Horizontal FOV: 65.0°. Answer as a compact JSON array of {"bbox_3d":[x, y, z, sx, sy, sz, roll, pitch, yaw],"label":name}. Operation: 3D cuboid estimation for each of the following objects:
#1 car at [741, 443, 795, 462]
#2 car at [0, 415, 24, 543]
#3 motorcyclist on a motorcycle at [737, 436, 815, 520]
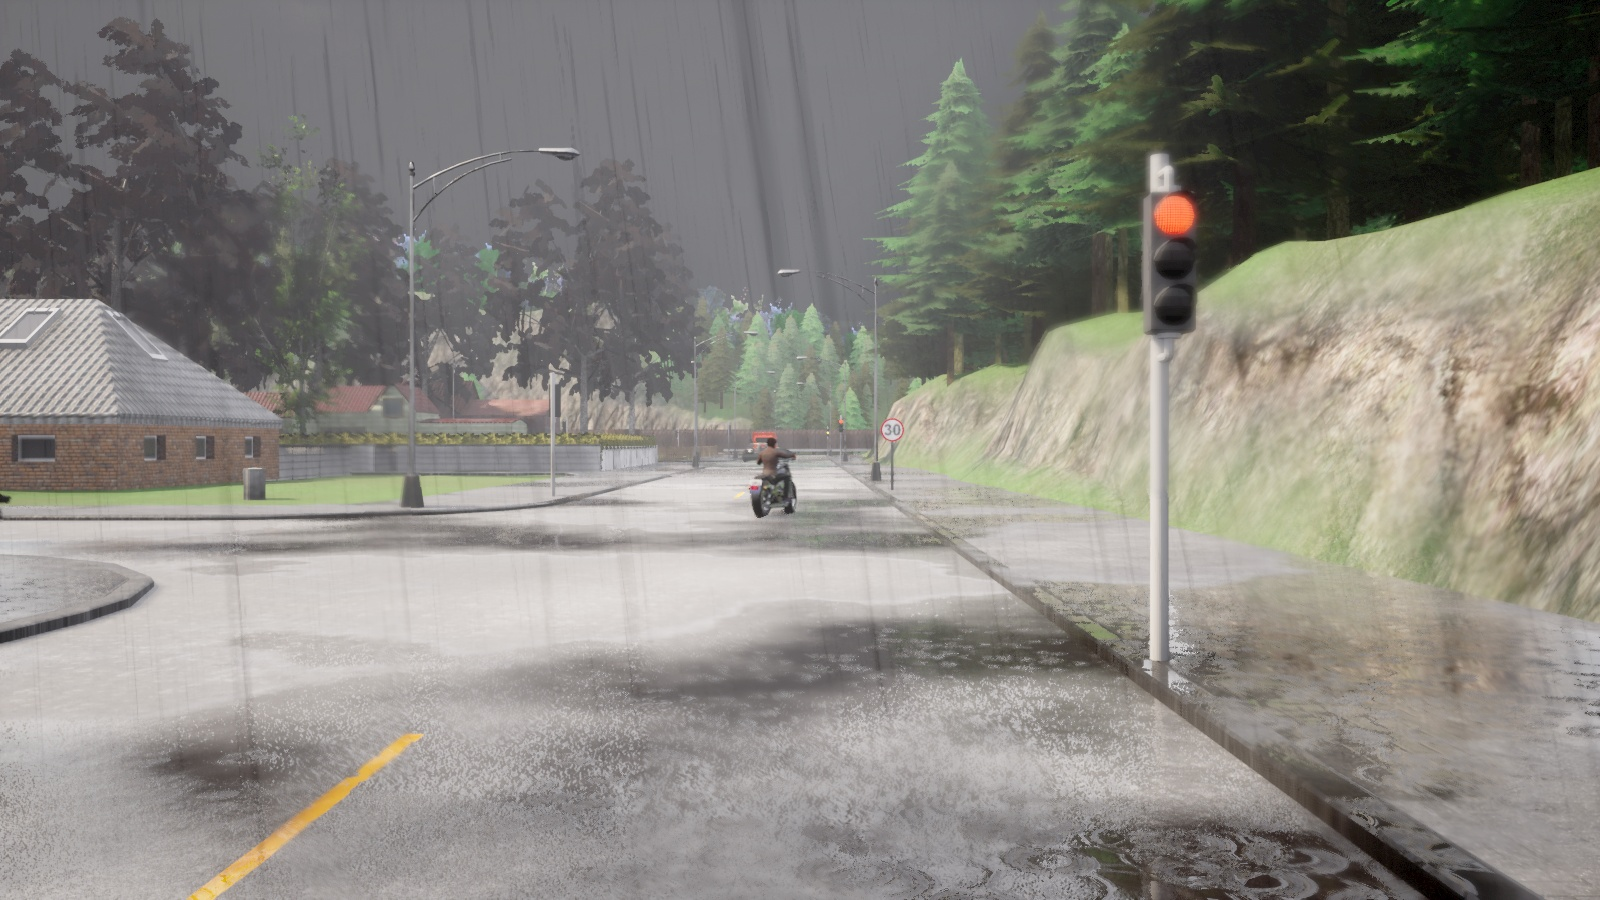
[{"bbox_3d":[-2.443,0.166,96.409,3.806,1.475,1.970,0,0,-42],"label":"car"},{"bbox_3d":[-13.739,0.429,18.160,3.866,1.878,1.905,0,0,0],"label":"car"},{"bbox_3d":[-0.461,0.551,25.809,0.766,1.649,2.350,-1,0,20],"label":"motorcyclist on a motorcycle"}]
